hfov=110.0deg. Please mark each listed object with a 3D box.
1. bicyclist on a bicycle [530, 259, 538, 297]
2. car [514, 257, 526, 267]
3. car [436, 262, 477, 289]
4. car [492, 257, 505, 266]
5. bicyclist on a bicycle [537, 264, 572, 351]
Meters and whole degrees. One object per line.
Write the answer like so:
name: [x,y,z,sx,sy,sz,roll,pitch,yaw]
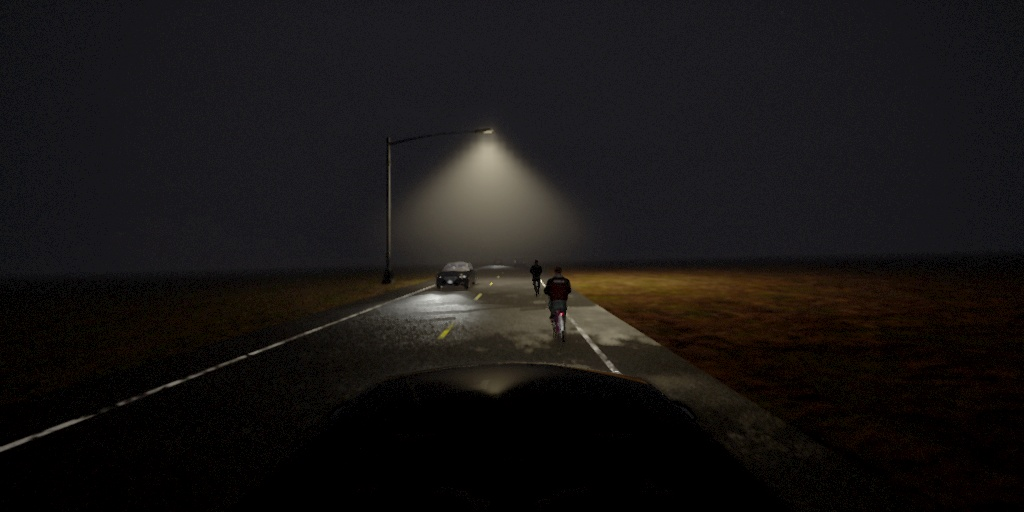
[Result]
bicyclist on a bicycle: [1.147,1.036,16.992,0.659,1.776,1.843,0,1,1]
car: [1.221,0.999,56.973,2.033,1.411,5.357,0,0,1]
car: [-3.307,1.130,21.916,2.128,1.511,4.902,0,0,1]
car: [-2.318,0.914,63.167,2.128,1.511,4.902,0,0,1]
bicyclist on a bicycle: [1.010,1.086,8.021,0.659,1.776,1.843,0,1,1]
